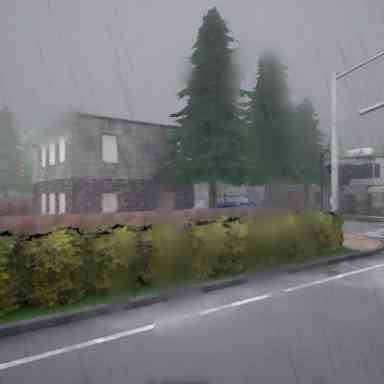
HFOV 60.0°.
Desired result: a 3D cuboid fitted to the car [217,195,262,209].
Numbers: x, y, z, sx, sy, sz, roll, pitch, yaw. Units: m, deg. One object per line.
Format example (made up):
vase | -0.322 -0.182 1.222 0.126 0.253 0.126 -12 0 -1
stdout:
car | 4.209 1.342 31.022 2.150 2.045 5.566 0 0 -29
